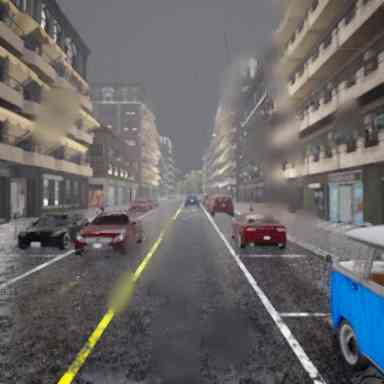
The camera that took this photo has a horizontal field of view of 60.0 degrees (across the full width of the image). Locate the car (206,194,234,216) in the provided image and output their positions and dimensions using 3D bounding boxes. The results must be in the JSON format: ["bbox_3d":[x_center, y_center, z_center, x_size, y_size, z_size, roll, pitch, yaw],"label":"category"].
[{"bbox_3d":[2.721,1.255,30.939,2.192,1.841,5.009,1,0,0],"label":"car"}]

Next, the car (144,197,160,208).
[{"bbox_3d":[-5.654,1.491,47.697,1.802,1.307,4.206,1,0,0],"label":"car"}]

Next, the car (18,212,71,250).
[{"bbox_3d":[-5.672,1.538,14.270,1.947,1.339,4.313,1,0,0],"label":"car"}]

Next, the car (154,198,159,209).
[{"bbox_3d":[-5.657,1.502,42.126,1.802,1.307,4.206,1,0,0],"label":"car"}]

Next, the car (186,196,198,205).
[{"bbox_3d":[0.032,1.437,57.911,2.033,1.411,5.357,0,0,0],"label":"car"}]

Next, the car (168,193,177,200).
[{"bbox_3d":[-5.629,1.394,92.266,1.947,1.339,4.313,1,0,0],"label":"car"}]

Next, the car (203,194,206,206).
[{"bbox_3d":[2.724,1.244,36.509,2.192,1.841,5.009,1,0,0],"label":"car"}]

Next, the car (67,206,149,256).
[{"bbox_3d":[-3.061,1.500,13.153,1.812,1.442,4.674,0,0,1],"label":"car"}]

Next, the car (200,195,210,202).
[{"bbox_3d":[2.739,1.418,69.937,2.008,1.369,4.403,1,0,0],"label":"car"}]

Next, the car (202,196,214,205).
[{"bbox_3d":[2.733,1.433,58.795,1.887,1.381,4.507,1,0,0],"label":"car"}]

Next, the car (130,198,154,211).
[{"bbox_3d":[-5.659,1.475,36.555,1.887,1.381,4.507,1,0,0],"label":"car"}]

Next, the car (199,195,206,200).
[{"bbox_3d":[2.748,1.419,86.651,1.802,1.307,4.206,1,0,0],"label":"car"}]

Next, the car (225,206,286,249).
[{"bbox_3d":[2.709,1.516,14.226,1.887,1.381,4.507,1,0,0],"label":"car"}]

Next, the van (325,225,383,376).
[{"bbox_3d":[2.705,1.335,3.085,1.690,1.788,3.998,1,0,0],"label":"van"}]

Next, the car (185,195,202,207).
[{"bbox_3d":[0.026,1.260,47.835,2.097,1.767,4.553,0,0,0],"label":"car"}]

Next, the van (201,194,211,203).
[{"bbox_3d":[2.739,1.219,64.365,1.690,1.788,3.998,1,0,0],"label":"van"}]

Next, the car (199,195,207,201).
[{"bbox_3d":[2.746,1.372,81.249,1.752,1.417,4.829,1,0,0],"label":"car"}]
